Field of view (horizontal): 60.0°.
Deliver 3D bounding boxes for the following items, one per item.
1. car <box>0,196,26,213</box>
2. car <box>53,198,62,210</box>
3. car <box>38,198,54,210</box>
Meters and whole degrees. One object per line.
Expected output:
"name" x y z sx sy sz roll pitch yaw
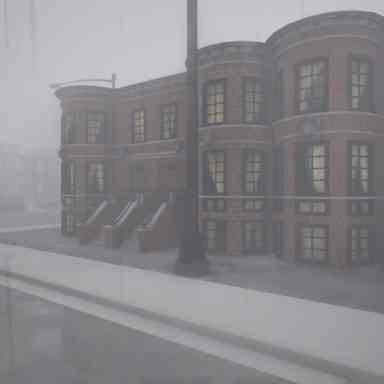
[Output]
"car" -19.473 1.340 33.762 2.097 1.767 4.553 0 0 35
"car" -14.194 1.589 41.171 1.895 1.301 4.718 0 0 36
"car" -17.260 1.465 42.899 1.882 1.535 5.008 0 0 35
